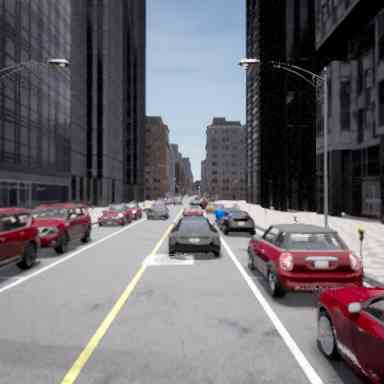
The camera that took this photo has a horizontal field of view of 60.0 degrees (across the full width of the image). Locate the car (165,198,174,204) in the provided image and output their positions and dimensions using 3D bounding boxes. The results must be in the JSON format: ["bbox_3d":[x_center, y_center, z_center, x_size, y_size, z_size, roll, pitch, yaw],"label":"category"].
[{"bbox_3d":[-5.869,2.408,87.747,1.967,1.590,4.097,0,-1,0],"label":"car"}]

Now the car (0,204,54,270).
[{"bbox_3d":[-5.859,1.402,8.795,2.192,1.841,5.009,0,-1,0],"label":"car"}]

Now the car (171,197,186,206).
[{"bbox_3d":[-3.008,2.325,72.898,1.994,1.385,4.181,0,-1,0],"label":"car"}]

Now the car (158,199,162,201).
[{"bbox_3d":[-5.872,2.049,48.063,1.752,1.417,4.829,0,-1,1],"label":"car"}]

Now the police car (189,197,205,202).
[{"bbox_3d":[0.751,2.013,53.478,1.930,1.638,5.238,-1,0,1],"label":"police car"}]

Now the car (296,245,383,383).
[{"bbox_3d":[2.667,1.577,3.141,1.887,1.381,4.507,0,-1,0],"label":"car"}]

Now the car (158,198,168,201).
[{"bbox_3d":[-5.867,2.186,59.375,1.752,1.417,4.829,0,-1,0],"label":"car"}]

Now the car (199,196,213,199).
[{"bbox_3d":[2.660,1.911,53.889,2.192,1.841,5.009,0,-1,0],"label":"car"}]

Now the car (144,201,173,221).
[{"bbox_3d":[-3.102,1.848,31.233,1.812,1.442,4.674,0,-1,0],"label":"car"}]

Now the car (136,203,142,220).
[{"bbox_3d":[-5.862,1.764,31.349,1.967,1.590,4.097,0,-1,0],"label":"car"}]

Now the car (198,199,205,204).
[{"bbox_3d":[2.657,2.607,93.361,1.802,1.307,4.206,0,-1,0],"label":"car"}]

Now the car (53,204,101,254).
[{"bbox_3d":[-5.860,1.458,14.433,2.192,1.841,5.009,0,-1,0],"label":"car"}]

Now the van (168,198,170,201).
[{"bbox_3d":[-5.867,2.070,65.189,1.690,1.788,3.998,0,-1,0],"label":"van"}]

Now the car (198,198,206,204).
[{"bbox_3d":[2.657,2.408,87.723,1.967,1.590,4.097,0,-1,0],"label":"car"}]

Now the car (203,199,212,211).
[{"bbox_3d":[2.662,1.987,42.819,1.752,1.417,4.829,0,-1,1],"label":"car"}]

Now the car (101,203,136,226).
[{"bbox_3d":[-5.862,1.701,25.711,1.967,1.590,4.097,0,-1,0],"label":"car"}]

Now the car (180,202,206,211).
[{"bbox_3d":[0.094,1.925,31.370,1.895,1.301,4.718,0,-1,0],"label":"car"}]

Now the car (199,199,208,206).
[{"bbox_3d":[2.659,2.402,76.444,2.008,1.369,4.403,0,-1,0],"label":"car"}]

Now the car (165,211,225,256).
[{"bbox_3d":[0.091,1.701,13.791,1.994,1.385,4.181,0,-1,0],"label":"car"}]

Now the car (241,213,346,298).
[{"bbox_3d":[2.667,1.528,8.781,1.967,1.590,4.097,0,-1,0],"label":"car"}]

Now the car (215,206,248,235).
[{"bbox_3d":[2.665,1.767,20.057,1.947,1.339,4.313,0,-1,0],"label":"car"}]

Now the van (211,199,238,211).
[{"bbox_3d":[2.663,1.602,25.698,1.690,1.788,3.998,0,-1,0],"label":"van"}]
